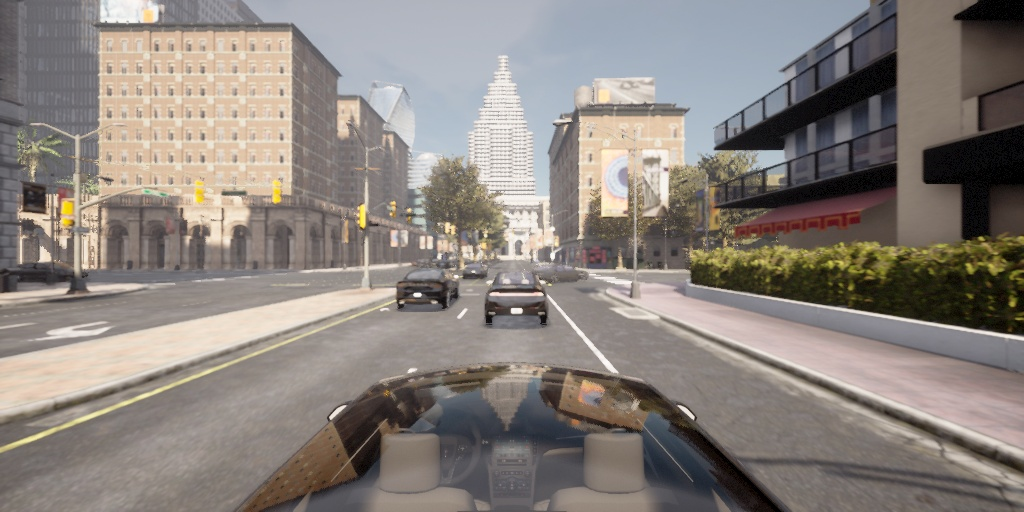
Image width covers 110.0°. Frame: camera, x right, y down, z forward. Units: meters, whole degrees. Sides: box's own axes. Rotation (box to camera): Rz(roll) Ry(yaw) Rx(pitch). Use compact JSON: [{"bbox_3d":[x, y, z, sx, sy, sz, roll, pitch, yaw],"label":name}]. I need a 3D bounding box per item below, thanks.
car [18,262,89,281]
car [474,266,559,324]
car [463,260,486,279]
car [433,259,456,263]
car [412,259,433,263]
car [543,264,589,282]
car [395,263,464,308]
[{"bbox_3d":[-37.551,1.249,29.120,4.892,1.490,1.837,0,0,0],"label":"car"},{"bbox_3d":[0.128,1.243,11.945,2.128,1.511,4.902,0,0,0],"label":"car"},{"bbox_3d":[-3.309,1.316,32.980,1.994,1.385,4.181,0,0,0],"label":"car"},{"bbox_3d":[-11.328,1.245,60.546,2.128,1.511,4.902,0,0,0],"label":"car"},{"bbox_3d":[-14.828,1.258,60.539,1.837,1.490,4.892,0,0,0],"label":"car"},{"bbox_3d":[3.525,1.301,27.269,5.357,1.411,2.033,0,0,-39],"label":"car"},{"bbox_3d":[-3.402,1.228,15.196,1.882,1.535,5.008,0,0,-1],"label":"car"}]
